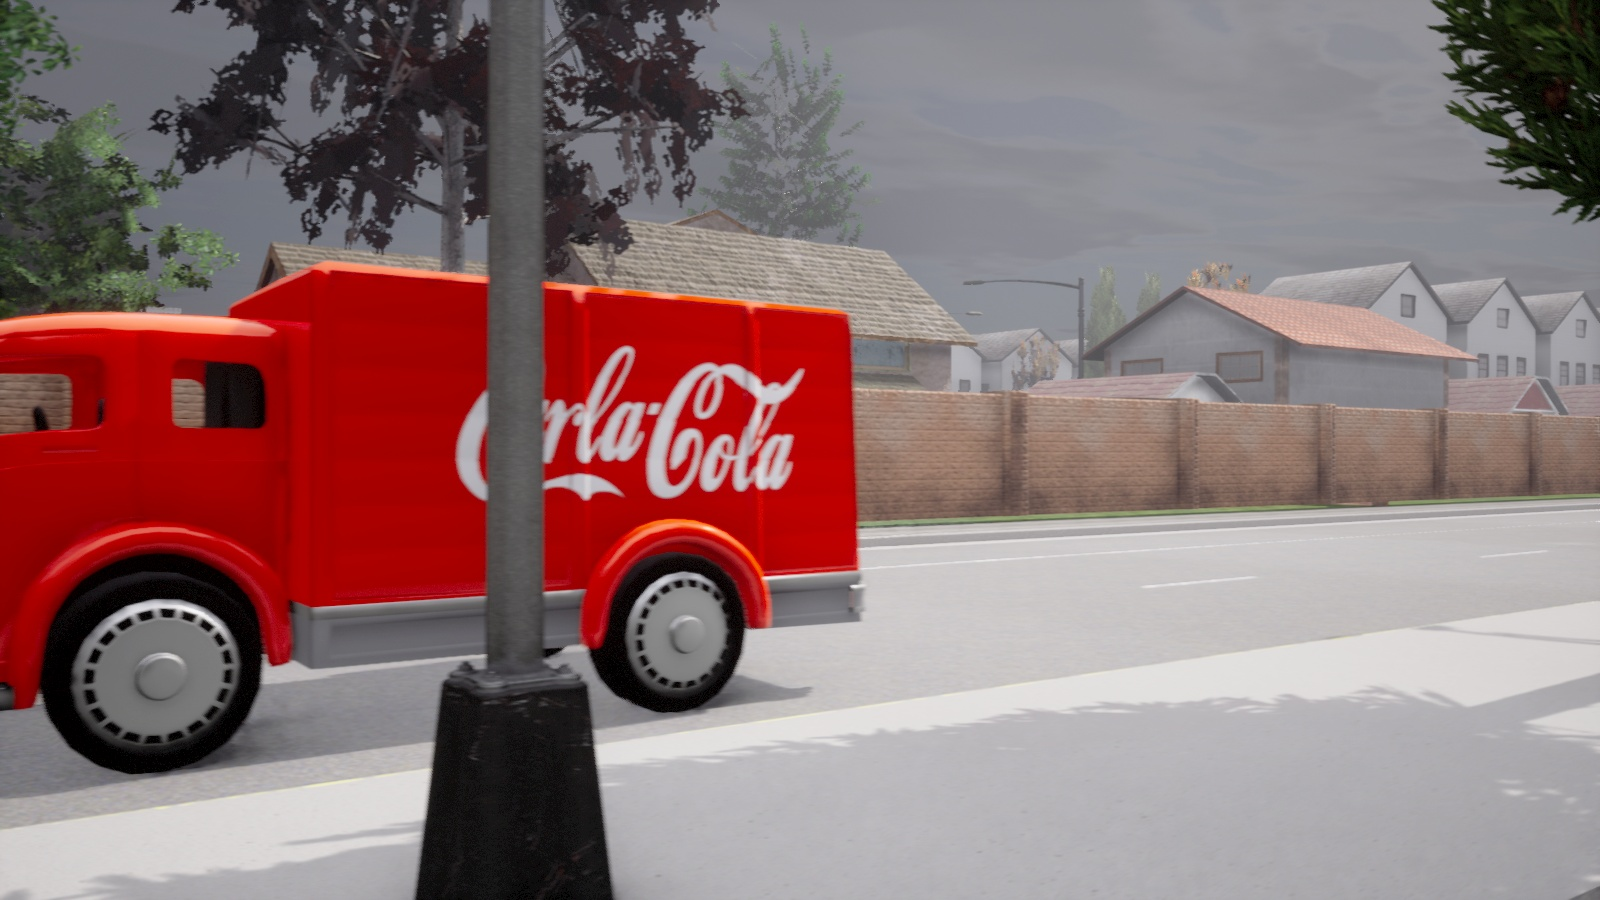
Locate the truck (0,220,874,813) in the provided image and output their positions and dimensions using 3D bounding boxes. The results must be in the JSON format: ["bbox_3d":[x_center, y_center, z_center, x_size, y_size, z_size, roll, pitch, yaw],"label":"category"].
[{"bbox_3d":[-2.426,0.281,7.455,5.204,2.467,2.627,0,0,-35],"label":"truck"}]
